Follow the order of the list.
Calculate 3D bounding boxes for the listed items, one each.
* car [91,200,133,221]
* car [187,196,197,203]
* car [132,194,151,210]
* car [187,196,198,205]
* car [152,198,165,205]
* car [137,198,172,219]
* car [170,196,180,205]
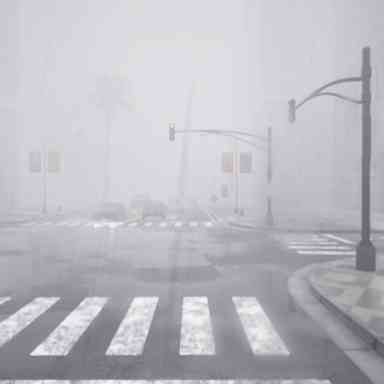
[{"bbox_3d":[-6.574,1.534,27.203,2.033,1.411,5.357,0,0,0],"label":"car"},{"bbox_3d":[0.067,1.635,70.004,2.033,1.411,5.357,0,-1,0],"label":"car"},{"bbox_3d":[-6.554,1.254,43.754,2.150,2.045,5.566,0,0,0],"label":"car"},{"bbox_3d":[0.108,1.730,60.000,1.895,1.301,4.718,0,0,1],"label":"car"},{"bbox_3d":[-6.447,1.763,64.279,1.895,1.301,4.718,0,-1,0],"label":"car"},{"bbox_3d":[-3.123,1.536,28.683,2.033,1.411,5.357,0,0,0],"label":"car"},{"bbox_3d":[-3.194,1.481,59.943,2.097,1.767,4.553,0,0,0],"label":"car"}]
